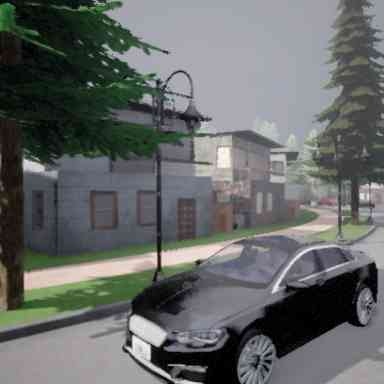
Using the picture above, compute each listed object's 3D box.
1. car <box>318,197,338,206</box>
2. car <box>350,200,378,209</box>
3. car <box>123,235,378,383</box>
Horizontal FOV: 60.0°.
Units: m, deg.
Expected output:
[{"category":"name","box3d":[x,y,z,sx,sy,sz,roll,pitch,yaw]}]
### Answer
[{"category":"car","box3d":[25.040,1.633,60.627,2.097,1.767,4.553,0,0,-12]},{"category":"car","box3d":[25.967,1.820,50.494,1.895,1.301,4.718,0,0,-3]},{"category":"car","box3d":[1.286,1.521,5.396,4.902,1.511,2.128,0,0,-40]}]
